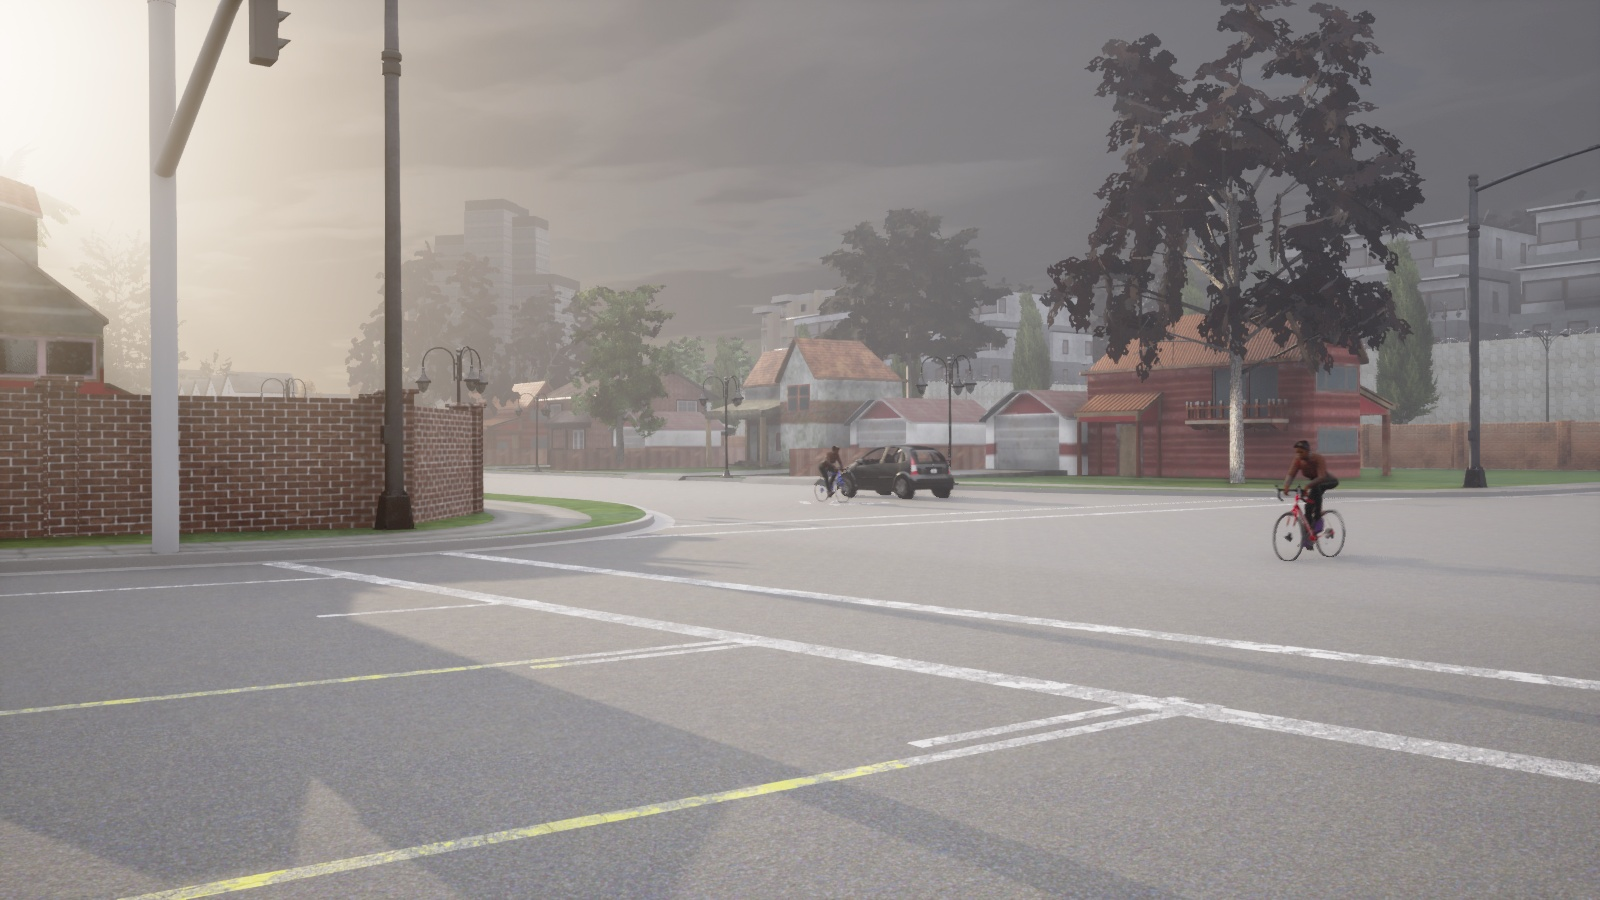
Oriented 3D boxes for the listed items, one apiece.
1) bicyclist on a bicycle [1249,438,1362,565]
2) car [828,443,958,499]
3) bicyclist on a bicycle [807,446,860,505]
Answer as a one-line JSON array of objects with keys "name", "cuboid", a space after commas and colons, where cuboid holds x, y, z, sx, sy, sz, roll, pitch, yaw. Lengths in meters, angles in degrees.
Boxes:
[{"name": "bicyclist on a bicycle", "cuboid": [6.834, 0.663, 16.947, 1.656, 1.620, 0.582, -1, 0, -35]}, {"name": "car", "cuboid": [2.807, 0.604, 38.740, 1.851, 1.617, 3.988, -1, 0, -36]}, {"name": "bicyclist on a bicycle", "cuboid": [0.935, 0.689, 35.390, 0.582, 1.620, 1.656, -1, 1, -36]}]
